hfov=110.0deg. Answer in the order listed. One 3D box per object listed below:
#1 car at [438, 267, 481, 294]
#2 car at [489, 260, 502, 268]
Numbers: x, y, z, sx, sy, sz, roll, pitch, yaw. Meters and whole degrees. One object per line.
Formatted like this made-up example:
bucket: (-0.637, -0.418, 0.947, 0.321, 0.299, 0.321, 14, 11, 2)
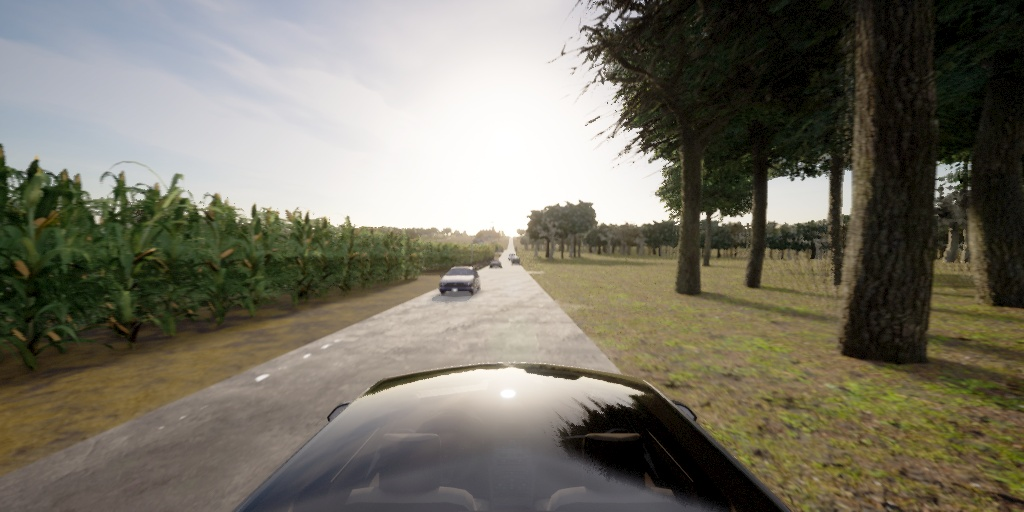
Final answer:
car: (-2.851, 1.327, 20.562, 2.033, 1.411, 5.357, 0, 0, 0)
car: (-2.796, 1.339, 61.494, 1.994, 1.385, 4.181, 0, 0, 1)
